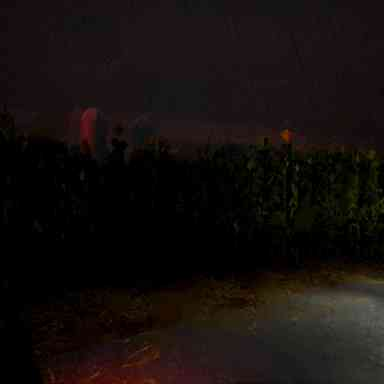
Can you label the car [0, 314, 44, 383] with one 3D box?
[{"bbox_3d":[-3.330,1.477,1.363,5.008,1.535,1.882,0,0,-33],"label":"car"}]
